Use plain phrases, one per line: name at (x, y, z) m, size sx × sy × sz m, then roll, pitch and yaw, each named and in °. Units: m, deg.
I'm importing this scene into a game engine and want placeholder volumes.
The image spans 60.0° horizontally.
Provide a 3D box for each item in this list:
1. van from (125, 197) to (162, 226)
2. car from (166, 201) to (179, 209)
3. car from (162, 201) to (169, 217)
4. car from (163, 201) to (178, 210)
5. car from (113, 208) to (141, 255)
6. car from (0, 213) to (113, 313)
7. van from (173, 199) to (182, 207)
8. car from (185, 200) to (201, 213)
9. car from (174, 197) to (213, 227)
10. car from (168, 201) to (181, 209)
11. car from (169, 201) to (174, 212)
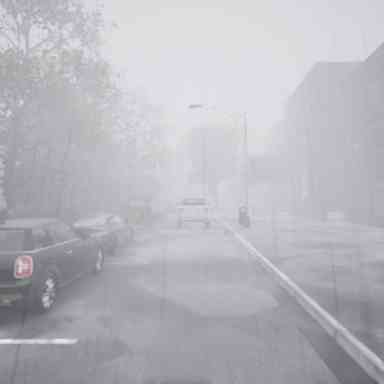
van at (-3.649, 1.363, 24.771) m, size 1.878 × 1.987 × 4.442 m, roll 0°, pitch 0°, yaw 2°
car at (-3.644, 2.476, 63.589) m, size 2.097 × 1.535 × 5.008 m, roll 0°, pitch -1°, yaw 2°
car at (-3.654, 1.487, 30.193) m, size 2.185 × 1.767 × 4.553 m, roll 0°, pitch 0°, yaw 2°
car at (-3.637, 2.301, 58.031) m, size 2.097 × 1.535 × 5.008 m, roll 1°, pitch -2°, yaw 2°
car at (-3.652, 1.580, 13.509) m, size 2.002 × 1.452 × 4.674 m, roll 0°, pitch 0°, yaw 2°
car at (-3.654, 1.389, 7.911) m, size 2.185 × 1.767 × 4.553 m, roll 0°, pitch 0°, yaw 2°
van at (-3.626, 2.926, 85.997) m, size 1.878 × 1.987 × 4.442 m, roll 1°, pitch -1°, yaw 2°
car at (0.100, 1.821, 42.087) m, size 1.837 × 1.490 × 4.892 m, roll 0°, pitch -2°, yaw 0°
car at (0.103, 1.329, 23.913) m, size 2.150 × 2.045 × 5.566 m, roll 0°, pitch 0°, yaw 0°
car at (-3.647, 2.682, 69.193) m, size 2.163 × 1.488 × 4.792 m, roll 0°, pitch -1°, yaw 2°
car at (-3.635, 1.982, 46.926) m, size 2.163 × 1.488 × 4.792 m, roll 1°, pitch -2°, yaw 2°
